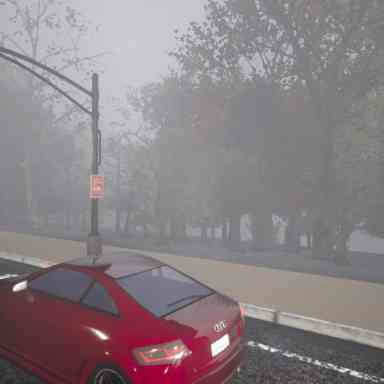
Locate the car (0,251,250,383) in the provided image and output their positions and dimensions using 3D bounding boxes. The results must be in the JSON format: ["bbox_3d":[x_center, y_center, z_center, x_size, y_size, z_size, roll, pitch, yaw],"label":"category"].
[{"bbox_3d":[-1.338,1.563,4.636,4.181,1.385,1.994,0,0,35],"label":"car"}]
